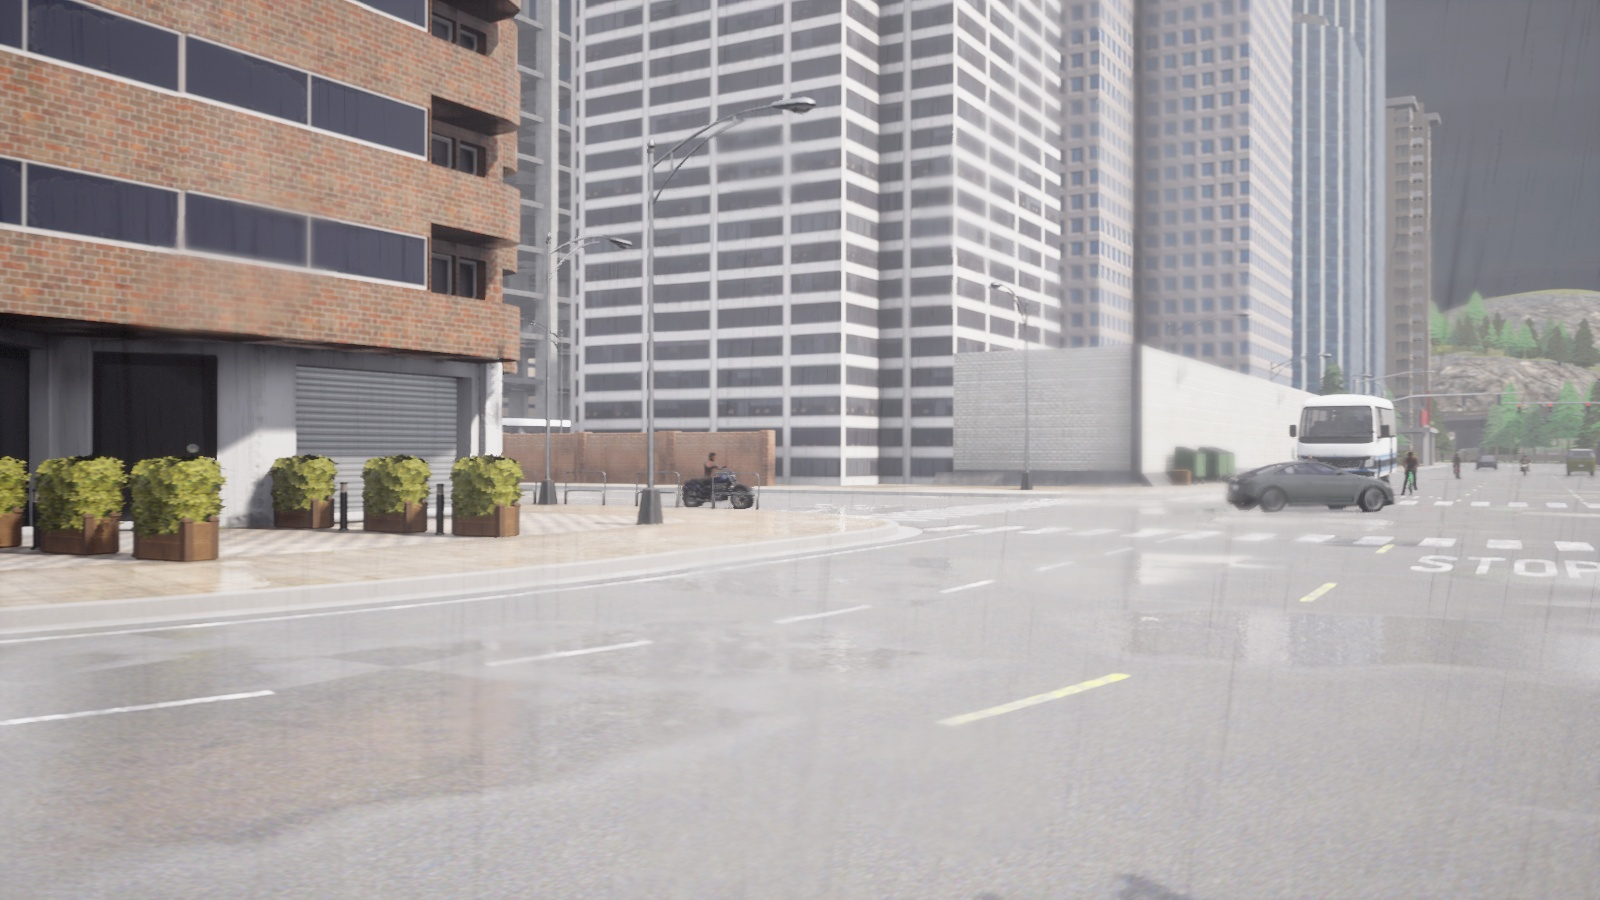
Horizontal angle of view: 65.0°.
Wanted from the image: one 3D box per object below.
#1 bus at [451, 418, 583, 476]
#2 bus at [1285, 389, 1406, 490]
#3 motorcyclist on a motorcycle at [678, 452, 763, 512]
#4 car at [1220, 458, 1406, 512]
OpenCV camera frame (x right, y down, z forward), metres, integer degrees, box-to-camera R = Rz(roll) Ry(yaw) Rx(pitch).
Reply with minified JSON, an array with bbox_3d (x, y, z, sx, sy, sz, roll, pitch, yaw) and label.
[{"bbox_3d":[-21.516,-0.201,96.267,3.944,4.253,10.273,0,0,31],"label":"bus"},{"bbox_3d":[25.382,-0.510,58.047,3.944,4.253,10.273,0,1,30],"label":"bus"},{"bbox_3d":[-2.251,0.873,35.225,2.350,1.649,0.766,0,0,30],"label":"motorcyclist on a motorcycle"},{"bbox_3d":[13.760,0.918,33.818,4.181,1.385,1.994,0,0,-4],"label":"car"}]
